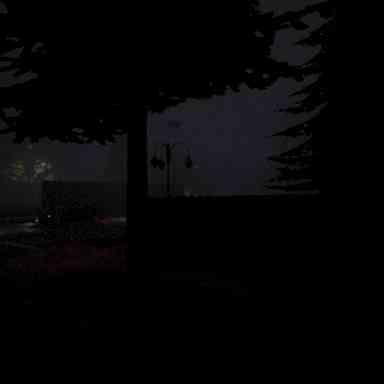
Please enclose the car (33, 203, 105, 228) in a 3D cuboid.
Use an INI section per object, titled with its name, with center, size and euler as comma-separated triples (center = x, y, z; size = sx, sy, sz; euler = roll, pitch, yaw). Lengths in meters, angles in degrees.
[car]
center = -8.200, 1.501, 22.648
size = 2.128, 1.511, 4.902
euler = 0, 0, 36
